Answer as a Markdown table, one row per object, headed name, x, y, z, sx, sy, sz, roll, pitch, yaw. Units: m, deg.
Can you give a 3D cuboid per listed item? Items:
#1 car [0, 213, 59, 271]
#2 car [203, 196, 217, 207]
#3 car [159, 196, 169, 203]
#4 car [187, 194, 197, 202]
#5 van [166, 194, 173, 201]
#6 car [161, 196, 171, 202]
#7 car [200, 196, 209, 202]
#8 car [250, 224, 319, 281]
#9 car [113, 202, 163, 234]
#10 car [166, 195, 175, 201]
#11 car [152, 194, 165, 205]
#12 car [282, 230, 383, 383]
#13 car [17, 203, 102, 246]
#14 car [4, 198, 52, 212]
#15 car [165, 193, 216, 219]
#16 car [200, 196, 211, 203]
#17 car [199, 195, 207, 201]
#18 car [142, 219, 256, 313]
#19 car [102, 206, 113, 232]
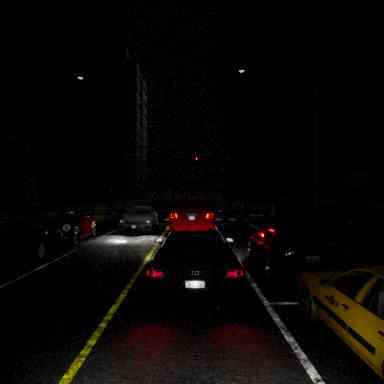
| name | x | y | z | sx | sy | sz | roll | pitch | yaw |
| --- | --- | --- | --- | --- | --- | --- | --- | --- | --- |
| car | -5.765 | 1.545 | 9.618 | 1.887 | 1.381 | 4.507 | 0 | 0 | 0 |
| car | 2.753 | 1.452 | 52.504 | 1.967 | 1.590 | 4.097 | 0 | 0 | 0 |
| car | -5.775 | 1.602 | 68.815 | 1.802 | 1.307 | 4.206 | 0 | 0 | 0 |
| car | -0.008 | 1.380 | 75.665 | 2.097 | 1.767 | 4.553 | 0 | 0 | 0 |
| van | -5.778 | 1.372 | 85.128 | 1.690 | 1.788 | 3.998 | 0 | 0 | 0 |
| car | -5.776 | 1.549 | 74.083 | 1.752 | 1.417 | 4.829 | 0 | 0 | 0 |
| car | 2.750 | 1.568 | 74.254 | 1.887 | 1.381 | 4.507 | 0 | 0 | 0 |
| car | 2.760 | 1.566 | 9.622 | 1.947 | 1.339 | 4.313 | 0 | 0 | 0 |
| car | -2.997 | 1.527 | 19.493 | 1.812 | 1.442 | 4.674 | 0 | 0 | 0 |
| car | -5.778 | 1.586 | 90.566 | 2.008 | 1.369 | 4.403 | 0 | 0 | 0 |
| car | -5.773 | 1.329 | 57.940 | 2.192 | 1.841 | 5.009 | 0 | 0 | 0 |
| car | 2.761 | 1.525 | 4.335 | 1.752 | 1.417 | 4.829 | 0 | 0 | 0 |
| car | -5.766 | 1.441 | 15.075 | 1.967 | 1.590 | 4.097 | 0 | 0 | 0 |
| car | -15.030 | 1.284 | 32.078 | 5.357 | 1.411 | 2.033 | 1 | 0 | -3 |
| car | 0.000 | 1.223 | 17.169 | 2.150 | 2.045 | 5.566 | 0 | 0 | 0 |
| car | 2.751 | 1.571 | 68.816 | 2.008 | 1.369 | 4.403 | 0 | 0 | 0 |
| car | 2.748 | 1.556 | 85.299 | 1.752 | 1.417 | 4.829 | 0 | 0 | 0 |
| car | 0.058 | 1.564 | 7.749 | 1.994 | 1.385 | 4.181 | 0 | 0 | 0 |
| car | -5.767 | 1.527 | 20.362 | 1.752 | 1.417 | 4.829 | 0 | 0 | 0 |
